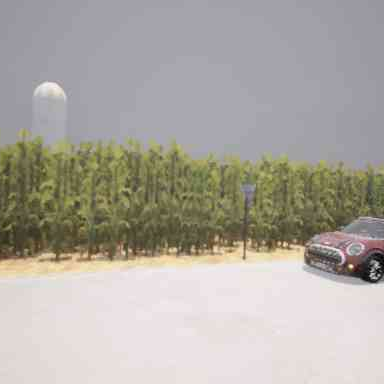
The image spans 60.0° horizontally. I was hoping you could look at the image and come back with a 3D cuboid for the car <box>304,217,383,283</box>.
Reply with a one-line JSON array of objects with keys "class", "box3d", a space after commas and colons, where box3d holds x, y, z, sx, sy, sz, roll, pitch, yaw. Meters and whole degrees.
[{"class": "car", "box3d": [5.715, 1.560, 10.235, 4.553, 1.767, 2.097, 2, 0, -23]}]
